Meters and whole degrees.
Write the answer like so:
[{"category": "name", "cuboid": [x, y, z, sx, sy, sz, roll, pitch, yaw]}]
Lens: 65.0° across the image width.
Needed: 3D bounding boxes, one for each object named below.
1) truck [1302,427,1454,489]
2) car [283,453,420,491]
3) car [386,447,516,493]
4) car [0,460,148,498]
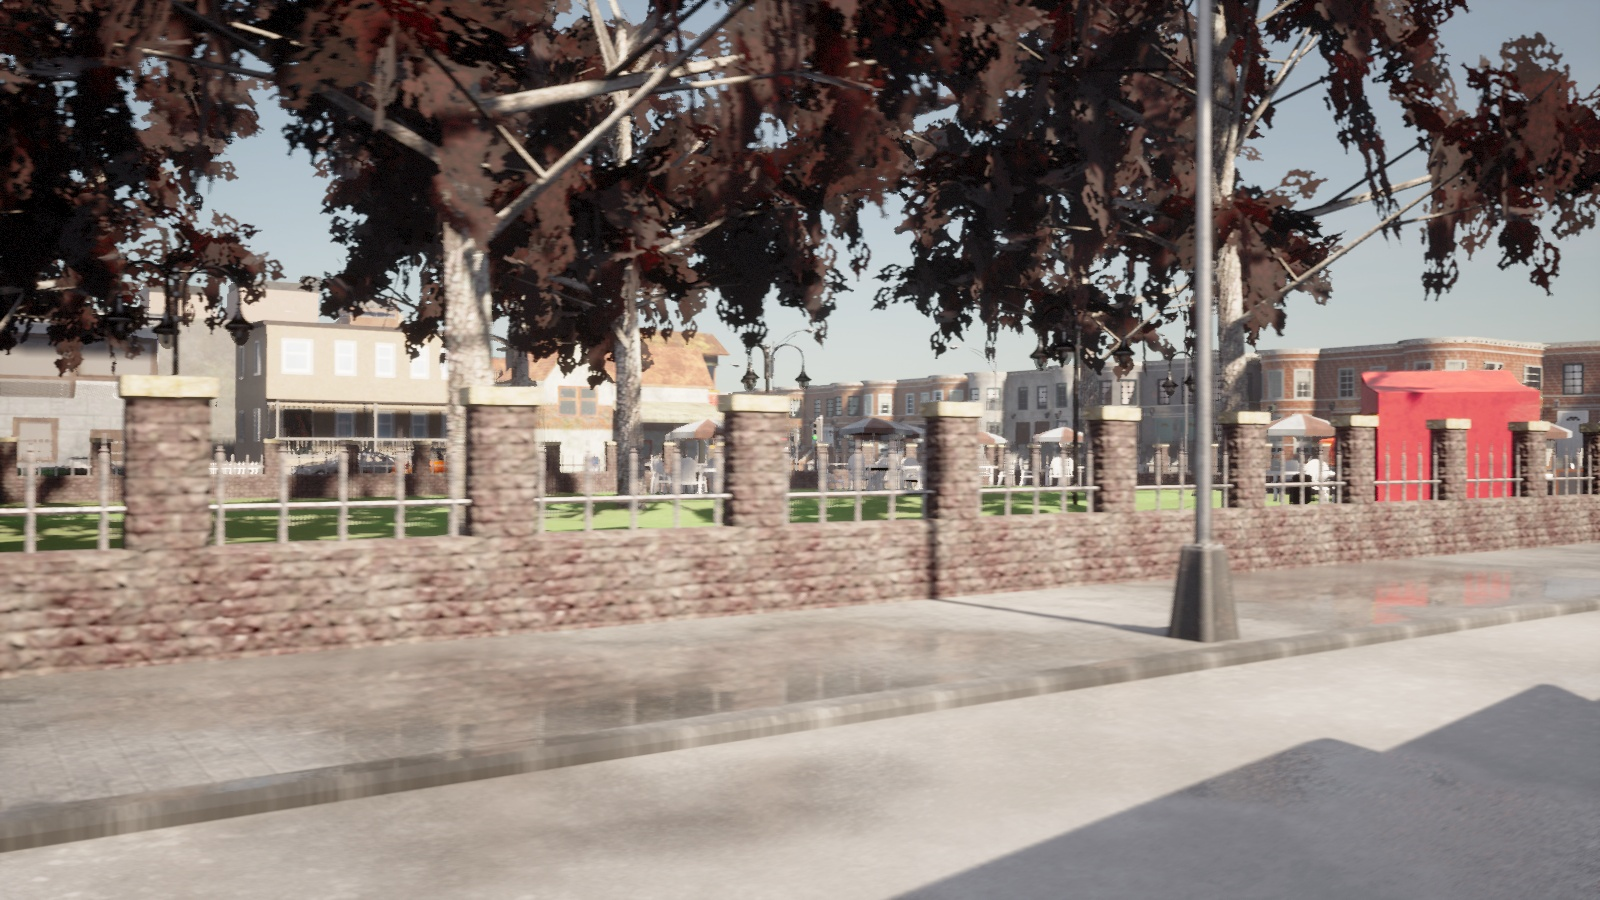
[{"category": "truck", "cuboid": [24.315, 0.337, 53.032, 2.627, 2.467, 5.204, 0, 0, -35]}, {"category": "car", "cuboid": [-18.384, 0.866, 51.499, 4.902, 1.511, 2.128, 0, 0, -35]}, {"category": "car", "cuboid": [-13.818, 0.755, 49.799, 4.553, 1.767, 2.097, 0, 0, -35]}, {"category": "car", "cuboid": [-26.565, 1.014, 45.819, 4.718, 1.301, 1.895, 0, 0, -35]}]
